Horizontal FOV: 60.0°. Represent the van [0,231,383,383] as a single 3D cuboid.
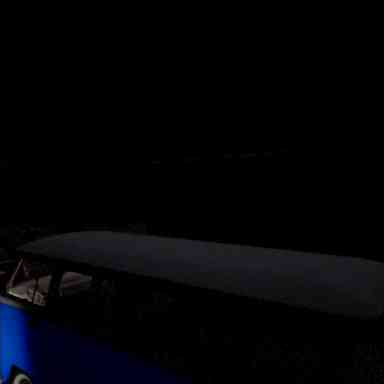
[{"bbox_3d":[-0.212,1.341,3.015,3.998,1.788,1.690,0,-1,36],"label":"van"}]
